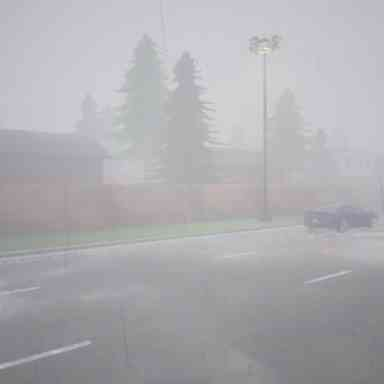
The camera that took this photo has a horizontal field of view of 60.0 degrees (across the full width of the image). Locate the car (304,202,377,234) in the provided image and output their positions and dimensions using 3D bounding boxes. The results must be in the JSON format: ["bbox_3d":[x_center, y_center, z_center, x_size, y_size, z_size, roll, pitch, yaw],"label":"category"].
[{"bbox_3d":[8.213,1.303,18.211,5.008,1.535,1.882,0,0,-36],"label":"car"}]
